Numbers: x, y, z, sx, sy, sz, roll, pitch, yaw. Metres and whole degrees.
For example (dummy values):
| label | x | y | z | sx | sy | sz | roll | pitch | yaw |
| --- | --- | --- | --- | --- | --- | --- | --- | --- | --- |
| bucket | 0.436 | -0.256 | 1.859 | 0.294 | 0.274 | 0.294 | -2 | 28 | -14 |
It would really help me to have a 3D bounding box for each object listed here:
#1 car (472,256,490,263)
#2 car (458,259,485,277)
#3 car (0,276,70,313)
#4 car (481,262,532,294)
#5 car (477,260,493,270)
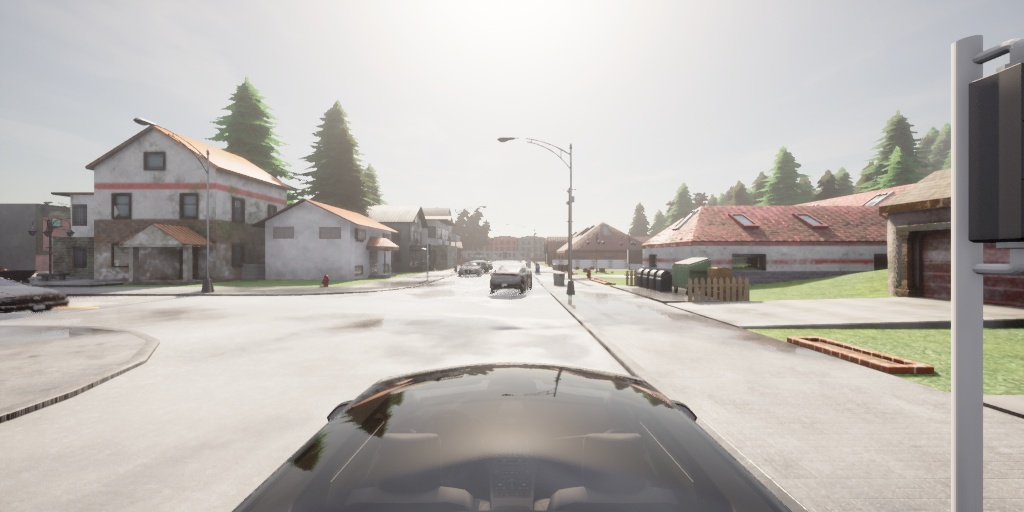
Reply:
| label | x | y | z | sx | sy | sz | roll | pitch | yaw |
| --- | --- | --- | --- | --- | --- | --- | --- | --- | --- |
| car | -4.086 | 0.971 | 44.600 | 2.150 | 2.045 | 5.566 | 0 | 0 | 0 |
| car | -4.089 | 1.314 | 35.454 | 1.994 | 1.385 | 4.181 | 0 | 0 | 0 |
| car | -18.189 | 1.297 | 11.794 | 5.357 | 1.411 | 2.033 | 0 | 0 | 0 |
| car | 0.011 | 1.241 | 20.131 | 2.128 | 1.511 | 4.902 | 0 | 0 | 9 |
| car | -4.061 | 1.314 | 54.539 | 1.994 | 1.385 | 4.181 | 0 | 0 | 0 |
